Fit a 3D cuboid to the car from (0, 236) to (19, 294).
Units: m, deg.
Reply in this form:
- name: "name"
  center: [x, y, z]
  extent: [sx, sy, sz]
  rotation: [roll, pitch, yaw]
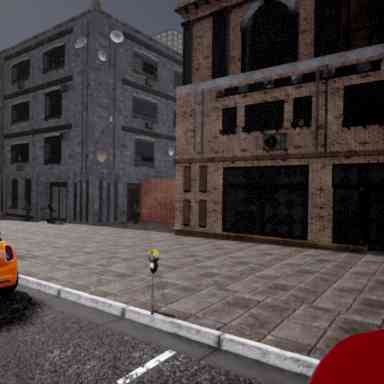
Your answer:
- name: "car"
  center: [-5.974, 1.347, 7.577]
  extent: [4.553, 1.767, 2.097]
  rotation: [0, 0, 36]

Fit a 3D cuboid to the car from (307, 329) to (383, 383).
- name: "car"
  center: [2.762, 1.316, 0.826]
  extent: [5.009, 1.841, 2.192]
  rotation: [0, 1, 36]
